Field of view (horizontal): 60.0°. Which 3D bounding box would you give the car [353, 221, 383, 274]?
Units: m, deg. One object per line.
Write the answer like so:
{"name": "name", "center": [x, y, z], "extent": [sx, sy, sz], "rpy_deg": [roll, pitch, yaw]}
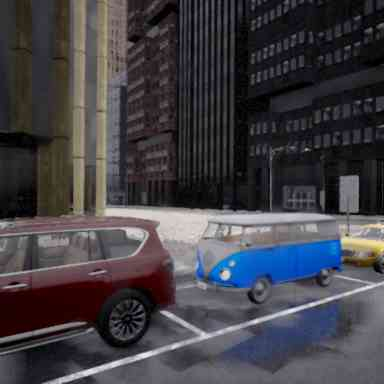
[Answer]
{"name": "car", "center": [6.288, 1.673, 11.134], "extent": [4.829, 1.417, 1.752], "rpy_deg": [1, -1, -35]}

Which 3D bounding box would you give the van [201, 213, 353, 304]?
{"name": "van", "center": [1.929, 1.419, 8.030], "extent": [3.998, 1.788, 1.690], "rpy_deg": [1, -1, -35]}

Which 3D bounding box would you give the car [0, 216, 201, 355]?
{"name": "car", "center": [-2.570, 1.323, 4.824], "extent": [5.009, 1.841, 2.192], "rpy_deg": [1, -1, -35]}
